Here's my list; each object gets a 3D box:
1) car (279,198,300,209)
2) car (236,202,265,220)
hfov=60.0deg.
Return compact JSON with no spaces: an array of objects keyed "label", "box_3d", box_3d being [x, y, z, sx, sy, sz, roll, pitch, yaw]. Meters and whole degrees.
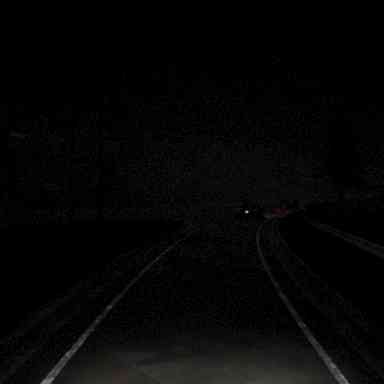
[{"label":"car","box_3d":[13.099,1.510,44.658,1.812,1.442,4.674,0,0,31]},{"label":"car","box_3d":[5.040,1.551,28.388,1.994,1.385,4.181,0,0,20]}]
